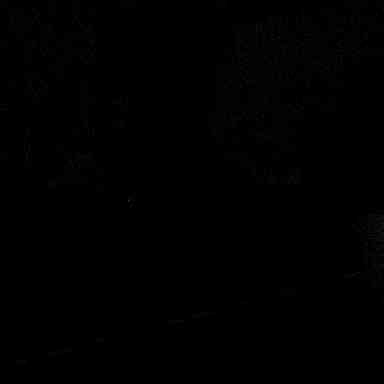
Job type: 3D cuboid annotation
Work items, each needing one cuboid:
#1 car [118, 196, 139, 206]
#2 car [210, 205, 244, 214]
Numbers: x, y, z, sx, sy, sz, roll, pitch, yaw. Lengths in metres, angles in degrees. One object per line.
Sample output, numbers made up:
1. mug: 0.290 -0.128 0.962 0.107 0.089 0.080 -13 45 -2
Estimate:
1. car: -10.655 1.452 55.192 2.097 1.767 4.553 0 0 -39
2. car: 3.623 1.624 37.398 1.882 1.535 5.008 0 1 -39
